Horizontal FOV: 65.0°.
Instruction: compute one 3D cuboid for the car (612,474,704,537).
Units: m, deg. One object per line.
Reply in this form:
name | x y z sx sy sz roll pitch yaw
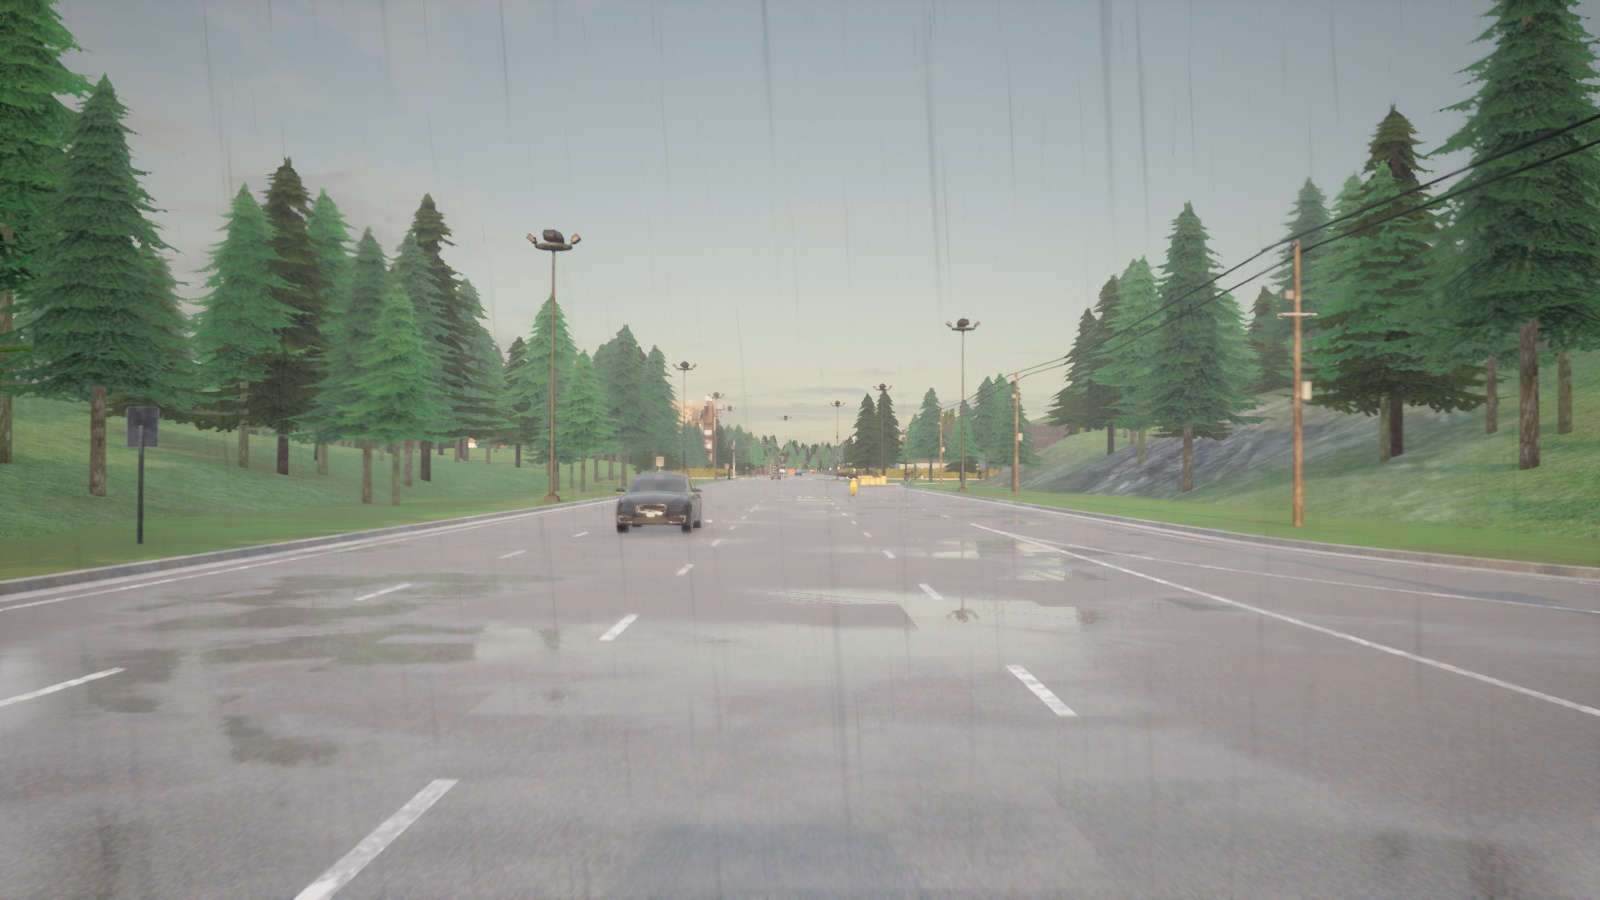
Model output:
car | -3.579 1.377 32.454 1.837 1.490 4.892 0 -1 0
